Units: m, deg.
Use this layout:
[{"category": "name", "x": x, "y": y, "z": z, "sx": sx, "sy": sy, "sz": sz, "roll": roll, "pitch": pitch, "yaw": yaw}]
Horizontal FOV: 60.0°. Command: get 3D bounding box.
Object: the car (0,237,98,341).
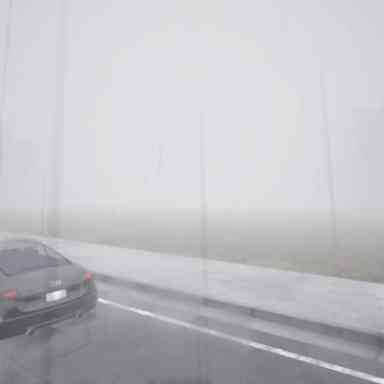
[{"category": "car", "x": -3.729, "y": 1.568, "z": 6.325, "sx": 4.181, "sy": 1.385, "sz": 1.994, "roll": 0, "pitch": 0, "yaw": 36}]
